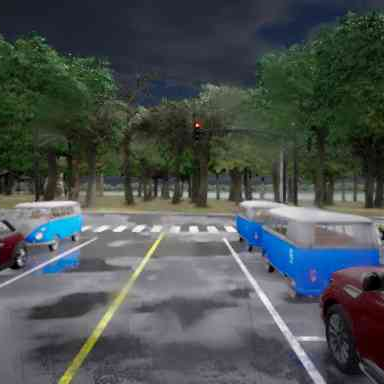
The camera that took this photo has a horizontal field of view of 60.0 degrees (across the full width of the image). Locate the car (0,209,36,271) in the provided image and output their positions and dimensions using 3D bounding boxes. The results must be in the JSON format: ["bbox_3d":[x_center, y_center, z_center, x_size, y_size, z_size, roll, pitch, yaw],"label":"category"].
[{"bbox_3d":[-5.763,1.405,7.987,1.967,1.590,4.097,0,0,0],"label":"car"}]

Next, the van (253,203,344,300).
[{"bbox_3d":[2.762,1.306,7.986,1.690,1.788,3.998,0,0,0],"label":"van"}]

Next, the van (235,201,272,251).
[{"bbox_3d":[2.762,1.283,13.423,1.690,1.788,3.998,0,0,0],"label":"van"}]

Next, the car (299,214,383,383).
[{"bbox_3d":[2.762,1.303,2.548,2.192,1.841,5.009,0,0,0],"label":"car"}]

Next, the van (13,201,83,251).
[{"bbox_3d":[-5.763,1.283,13.424,1.690,1.788,3.998,0,0,0],"label":"van"}]
